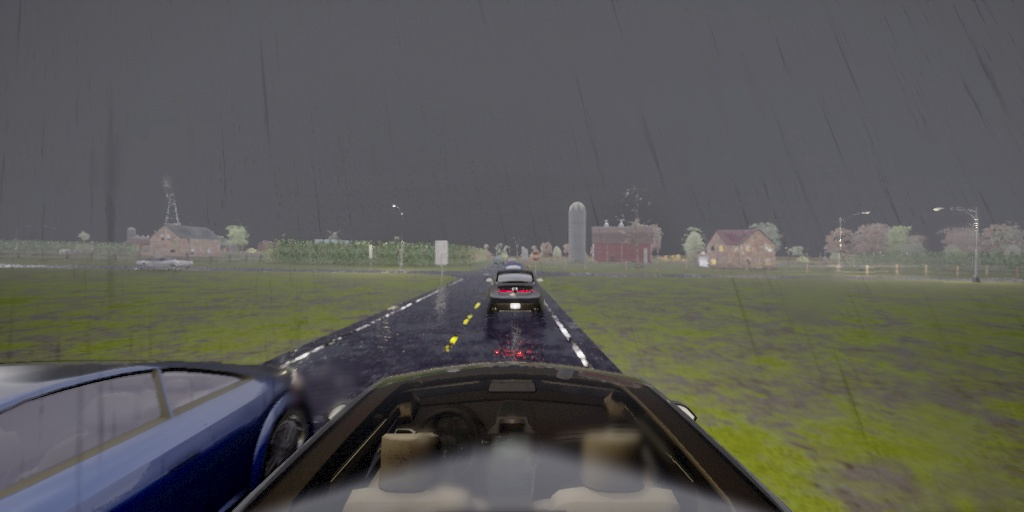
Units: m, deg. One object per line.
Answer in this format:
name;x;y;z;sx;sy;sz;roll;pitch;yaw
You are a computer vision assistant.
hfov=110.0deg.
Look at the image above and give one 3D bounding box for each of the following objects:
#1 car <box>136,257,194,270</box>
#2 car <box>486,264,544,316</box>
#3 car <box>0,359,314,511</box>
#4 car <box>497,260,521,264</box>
car;-37.282;0.751;38.636;4.718;1.301;1.895;1;1;0
car;0.099;1.225;13.092;1.837;1.490;4.892;0;0;0
car;-2.850;1.314;1.657;1.994;1.385;4.181;0;0;0
car;0.129;1.216;25.803;1.812;1.442;4.674;0;0;1
